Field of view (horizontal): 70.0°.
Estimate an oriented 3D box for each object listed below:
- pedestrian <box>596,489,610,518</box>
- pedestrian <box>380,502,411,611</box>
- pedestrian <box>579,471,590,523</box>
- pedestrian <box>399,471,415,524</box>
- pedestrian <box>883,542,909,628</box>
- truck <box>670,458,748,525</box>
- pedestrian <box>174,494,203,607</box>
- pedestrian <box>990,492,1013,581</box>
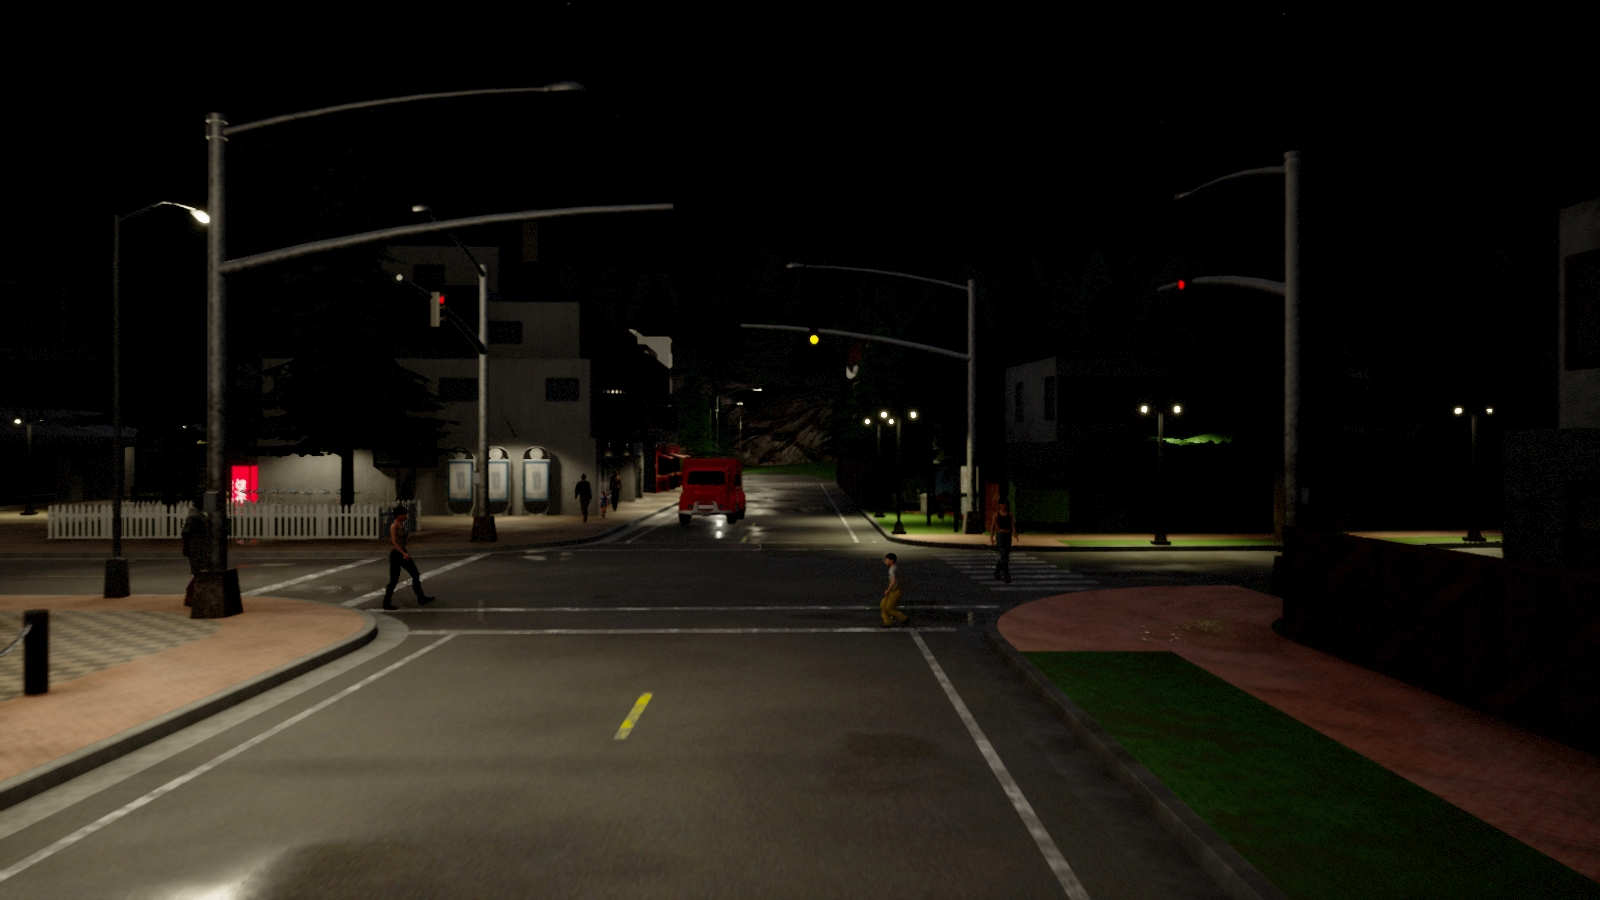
[{"bbox_3d":[-7.586,2.057,44.069,0.500,1.100,0.500,0,0,-4],"label":"pedestrian"},{"bbox_3d":[-7.017,1.835,19.835,0.375,1.860,0.375,0,0,8],"label":"pedestrian"},{"bbox_3d":[-7.778,1.677,41.210,0.375,1.860,0.375,0,0,-11],"label":"pedestrian"},{"bbox_3d":[-13.806,1.660,40.183,0.375,1.860,0.375,0,0,23],"label":"pedestrian"},{"bbox_3d":[1.501,2.109,17.881,0.375,1.300,0.375,0,0,2],"label":"pedestrian"},{"bbox_3d":[-3.498,1.549,45.003,2.627,2.467,5.204,0,0,0],"label":"truck"},{"bbox_3d":[-10.345,1.691,19.340,0.375,1.860,0.375,0,0,-17],"label":"pedestrian"},{"bbox_3d":[4.264,1.816,24.134,0.375,1.860,0.375,0,0,-9],"label":"pedestrian"}]
